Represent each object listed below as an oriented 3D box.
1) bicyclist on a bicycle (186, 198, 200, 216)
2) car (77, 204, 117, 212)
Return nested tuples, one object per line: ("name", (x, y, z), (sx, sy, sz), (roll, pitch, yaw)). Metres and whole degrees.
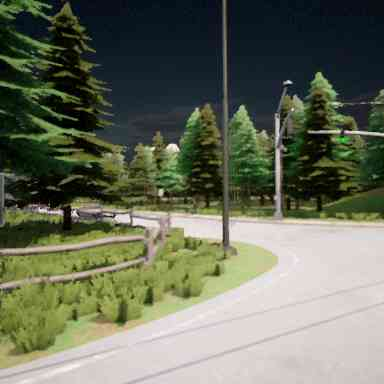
("bicyclist on a bicycle", (0.111, 1.405, 31.185), (1.656, 1.620, 0.582), (-1, 0, -40))
("car", (-8.549, 1.768, 29.826), (1.895, 1.301, 4.718), (0, 0, -40))
